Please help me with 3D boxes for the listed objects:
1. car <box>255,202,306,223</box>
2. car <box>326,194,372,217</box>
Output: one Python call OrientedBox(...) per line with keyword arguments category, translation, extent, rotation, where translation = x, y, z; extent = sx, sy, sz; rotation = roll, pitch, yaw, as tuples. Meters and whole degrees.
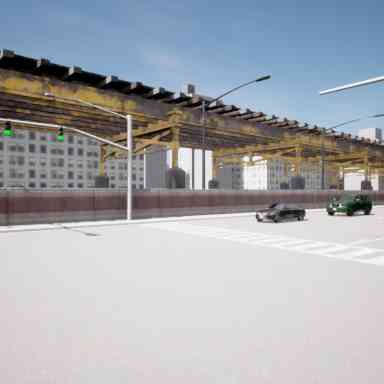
OrientedBox(category="car", translation=(6.896, 1.526, 25.572), extent=(4.674, 1.442, 1.812), rotation=(0, 0, -38))
OrientedBox(category="car", translation=(15.182, 1.221, 31.956), extent=(5.566, 2.045, 2.150), rotation=(0, 0, -38))
